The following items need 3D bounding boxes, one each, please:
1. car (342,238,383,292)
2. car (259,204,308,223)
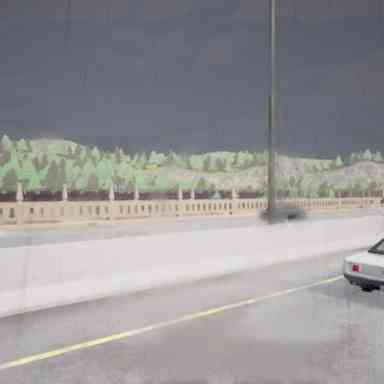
[{"bbox_3d":[5.628,1.630,7.776,4.718,1.301,1.895,0,0,-36],"label":"car"},{"bbox_3d":[7.318,1.632,26.503,4.181,1.385,1.994,0,0,-36],"label":"car"}]
